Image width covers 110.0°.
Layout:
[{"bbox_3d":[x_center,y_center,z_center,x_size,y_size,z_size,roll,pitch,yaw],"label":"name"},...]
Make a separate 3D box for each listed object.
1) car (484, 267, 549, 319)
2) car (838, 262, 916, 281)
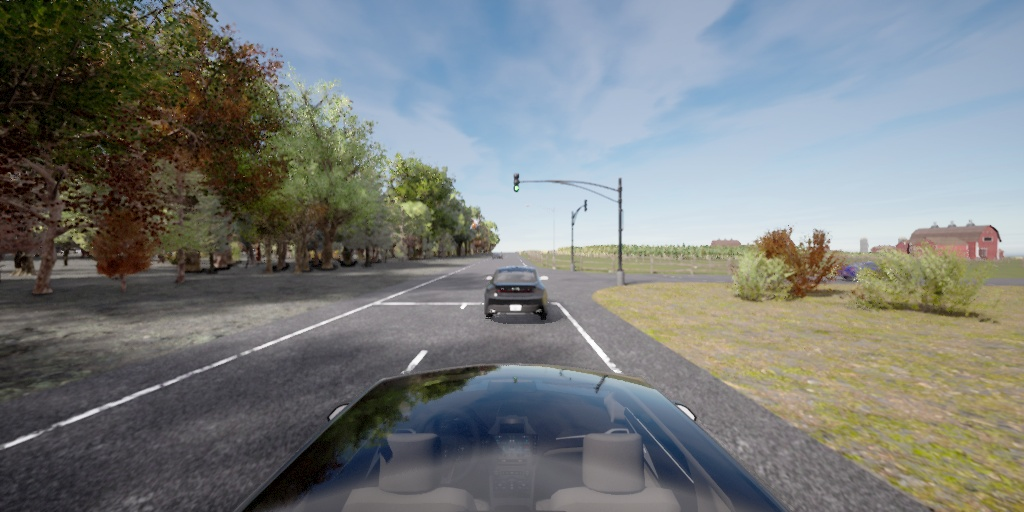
[{"bbox_3d":[0.163,1.092,12.032,1.837,1.490,4.892,0,1,2],"label":"car"},{"bbox_3d":[27.000,1.163,26.624,4.674,1.442,1.812,1,0,0],"label":"car"}]
